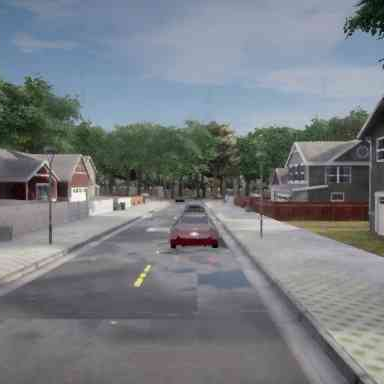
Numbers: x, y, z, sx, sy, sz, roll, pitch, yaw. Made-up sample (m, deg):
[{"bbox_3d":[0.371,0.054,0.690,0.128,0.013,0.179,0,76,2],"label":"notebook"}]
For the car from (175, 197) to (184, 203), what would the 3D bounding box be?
[{"bbox_3d":[-2.262,1.581,64.612,1.895,1.301,4.718,0,0,0],"label":"car"}]

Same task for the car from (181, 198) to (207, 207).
[{"bbox_3d":[0.218,1.494,29.622,1.837,1.490,4.892,0,0,0],"label":"car"}]

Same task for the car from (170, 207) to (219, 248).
[{"bbox_3d":[0.101,1.564,14.619,1.994,1.385,4.181,0,0,0],"label":"car"}]
